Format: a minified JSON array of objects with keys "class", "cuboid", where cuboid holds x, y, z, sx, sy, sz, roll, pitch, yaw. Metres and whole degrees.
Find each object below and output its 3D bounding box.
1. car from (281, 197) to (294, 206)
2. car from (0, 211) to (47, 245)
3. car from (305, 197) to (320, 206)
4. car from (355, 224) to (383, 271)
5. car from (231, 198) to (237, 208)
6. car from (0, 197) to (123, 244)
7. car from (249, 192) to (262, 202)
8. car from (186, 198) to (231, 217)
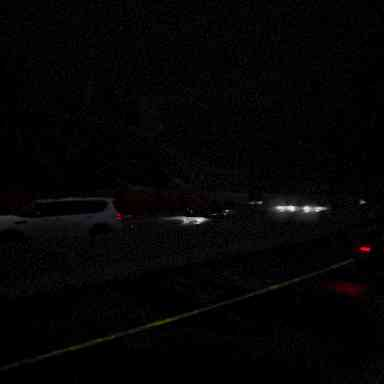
[{"class":"car","cuboid":[14.160,1.382,49.436,1.895,1.301,4.718,0,0,15]},{"class":"car","cuboid":[-9.194,1.643,14.783,4.718,1.301,1.895,-1,0,-38]},{"class":"car","cuboid":[17.436,1.359,48.149,1.895,1.301,4.718,0,0,16]},{"class":"car","cuboid":[6.534,1.476,9.653,5.357,1.411,2.033,-1,0,-44]},{"class":"car","cuboid":[4.217,1.423,42.373,2.033,1.411,5.357,0,0,24]},{"class":"car","cuboid":[-5.515,1.238,13.237,5.566,2.045,2.150,-1,0,-39]},{"class":"car","cuboid":[13.292,0.940,70.212,2.150,2.045,5.566,0,0,1]},{"class":"car","cuboid":[1.343,1.429,30.663,1.837,1.490,4.892,0,1,35]}]
